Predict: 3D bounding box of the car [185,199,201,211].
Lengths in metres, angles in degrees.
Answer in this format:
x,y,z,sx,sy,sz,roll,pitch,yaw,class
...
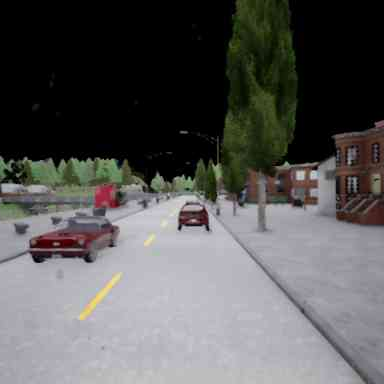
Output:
x,y,z,sx,sy,sz,roll,pitch,yaw,class
0.091,1.629,42.053,1.895,1.301,4.718,0,0,0,car

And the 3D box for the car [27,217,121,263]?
x,y,z,sx,sy,sz,roll,pitch,yaw,class
-4.026,1.610,12.123,1.895,1.301,4.718,0,0,0,car

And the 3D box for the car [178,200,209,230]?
x,y,z,sx,sy,sz,roll,pitch,yaw,class
0.095,1.492,21.511,1.882,1.535,5.008,0,0,0,car
